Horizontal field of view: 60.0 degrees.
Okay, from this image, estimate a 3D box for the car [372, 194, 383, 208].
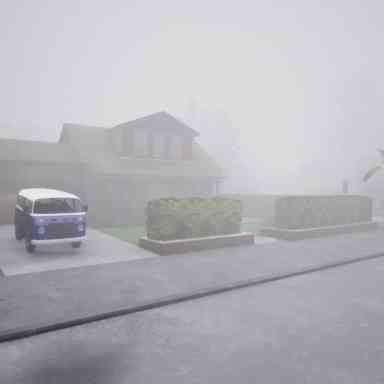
[{"bbox_3d":[24.038,0.986,40.783,3.866,1.878,1.905,0,0,0],"label":"car"}]
